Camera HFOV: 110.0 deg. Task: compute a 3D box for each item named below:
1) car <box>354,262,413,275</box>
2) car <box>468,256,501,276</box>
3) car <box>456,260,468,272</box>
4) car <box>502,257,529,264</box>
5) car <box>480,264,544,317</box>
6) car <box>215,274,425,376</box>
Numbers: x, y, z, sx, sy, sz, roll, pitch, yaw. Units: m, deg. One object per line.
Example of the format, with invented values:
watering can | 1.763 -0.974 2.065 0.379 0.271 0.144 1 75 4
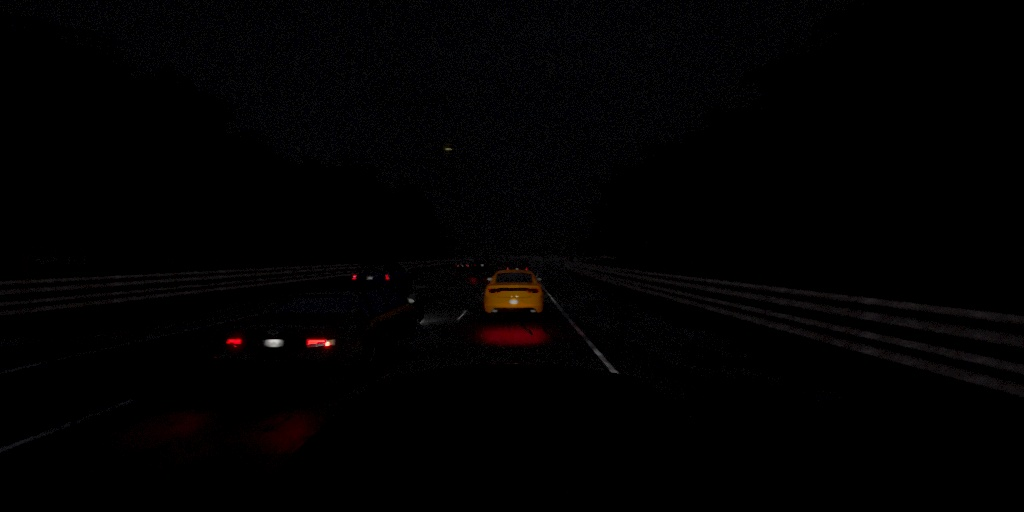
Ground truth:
car | -6.730 1.099 19.245 2.097 1.767 4.553 0 0 1
car | -2.727 0.962 36.837 2.150 2.045 5.566 0 1 2
car | -5.922 1.262 46.519 2.033 1.411 5.357 0 0 3
car | 0.484 1.098 31.148 2.097 1.767 4.553 0 0 2
car | 0.090 1.229 13.257 1.882 1.535 5.008 0 0 1
car | -3.382 1.297 7.642 2.033 1.411 5.357 0 0 1
